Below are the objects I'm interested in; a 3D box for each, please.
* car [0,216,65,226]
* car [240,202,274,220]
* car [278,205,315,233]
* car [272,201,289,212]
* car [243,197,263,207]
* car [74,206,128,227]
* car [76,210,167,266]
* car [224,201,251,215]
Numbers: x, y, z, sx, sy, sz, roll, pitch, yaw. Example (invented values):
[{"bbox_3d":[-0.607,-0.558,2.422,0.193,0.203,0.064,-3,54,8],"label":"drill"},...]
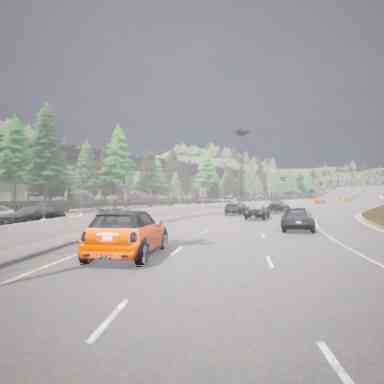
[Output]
[{"bbox_3d":[-11.032,1.644,23.320,1.882,1.535,5.008,0,0,14],"label":"car"},{"bbox_3d":[6.096,1.867,30.905,1.895,1.301,4.718,0,-1,20],"label":"car"},{"bbox_3d":[6.750,1.755,21.429,1.994,1.385,4.181,0,0,15],"label":"car"},{"bbox_3d":[10.828,1.870,41.529,1.837,1.490,4.892,0,0,27],"label":"car"},{"bbox_3d":[11.665,1.905,63.170,2.097,1.767,4.553,0,-1,34],"label":"car"},{"bbox_3d":[-6.866,1.796,25.655,1.895,1.301,4.718,0,0,16],"label":"car"},{"bbox_3d":[-2.291,1.447,12.175,2.097,1.767,4.553,0,0,7],"label":"car"},{"bbox_3d":[5.134,1.812,37.693,2.128,1.511,4.902,0,0,24],"label":"car"}]
